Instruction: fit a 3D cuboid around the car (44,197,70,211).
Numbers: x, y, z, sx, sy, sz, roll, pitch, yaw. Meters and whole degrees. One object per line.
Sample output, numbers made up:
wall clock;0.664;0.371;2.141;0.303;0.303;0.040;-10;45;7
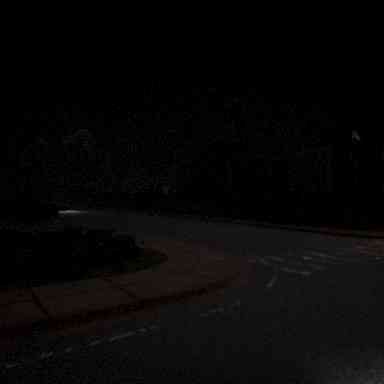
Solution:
car;-17.016;1.617;42.191;1.812;1.442;4.674;1;0;-35

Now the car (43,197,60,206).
car;-25.163;1.647;59.596;1.812;1.442;4.674;1;0;-36
